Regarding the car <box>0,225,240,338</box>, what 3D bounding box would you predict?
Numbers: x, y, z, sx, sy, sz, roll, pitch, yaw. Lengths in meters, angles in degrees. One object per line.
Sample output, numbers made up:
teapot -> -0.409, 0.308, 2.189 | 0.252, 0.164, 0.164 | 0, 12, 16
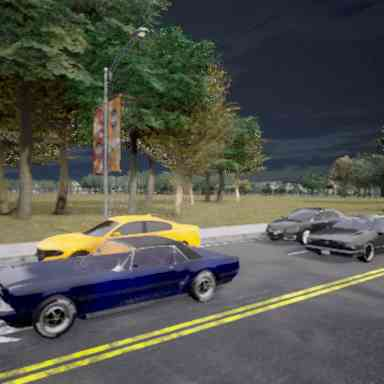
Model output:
car -> -1.343, 1.603, 6.715 | 4.718, 1.301, 1.895 | 0, 0, -35

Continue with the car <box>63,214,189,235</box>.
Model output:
car -> -2.044, 1.481, 10.193 | 5.008, 1.535, 1.882 | 0, 0, -35

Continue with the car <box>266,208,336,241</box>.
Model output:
car -> 5.532, 1.517, 15.587 | 4.892, 1.490, 1.837 | 0, 0, -36

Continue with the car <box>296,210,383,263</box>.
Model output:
car -> 6.487, 1.558, 12.284 | 5.357, 1.411, 2.033 | 0, 0, -35
